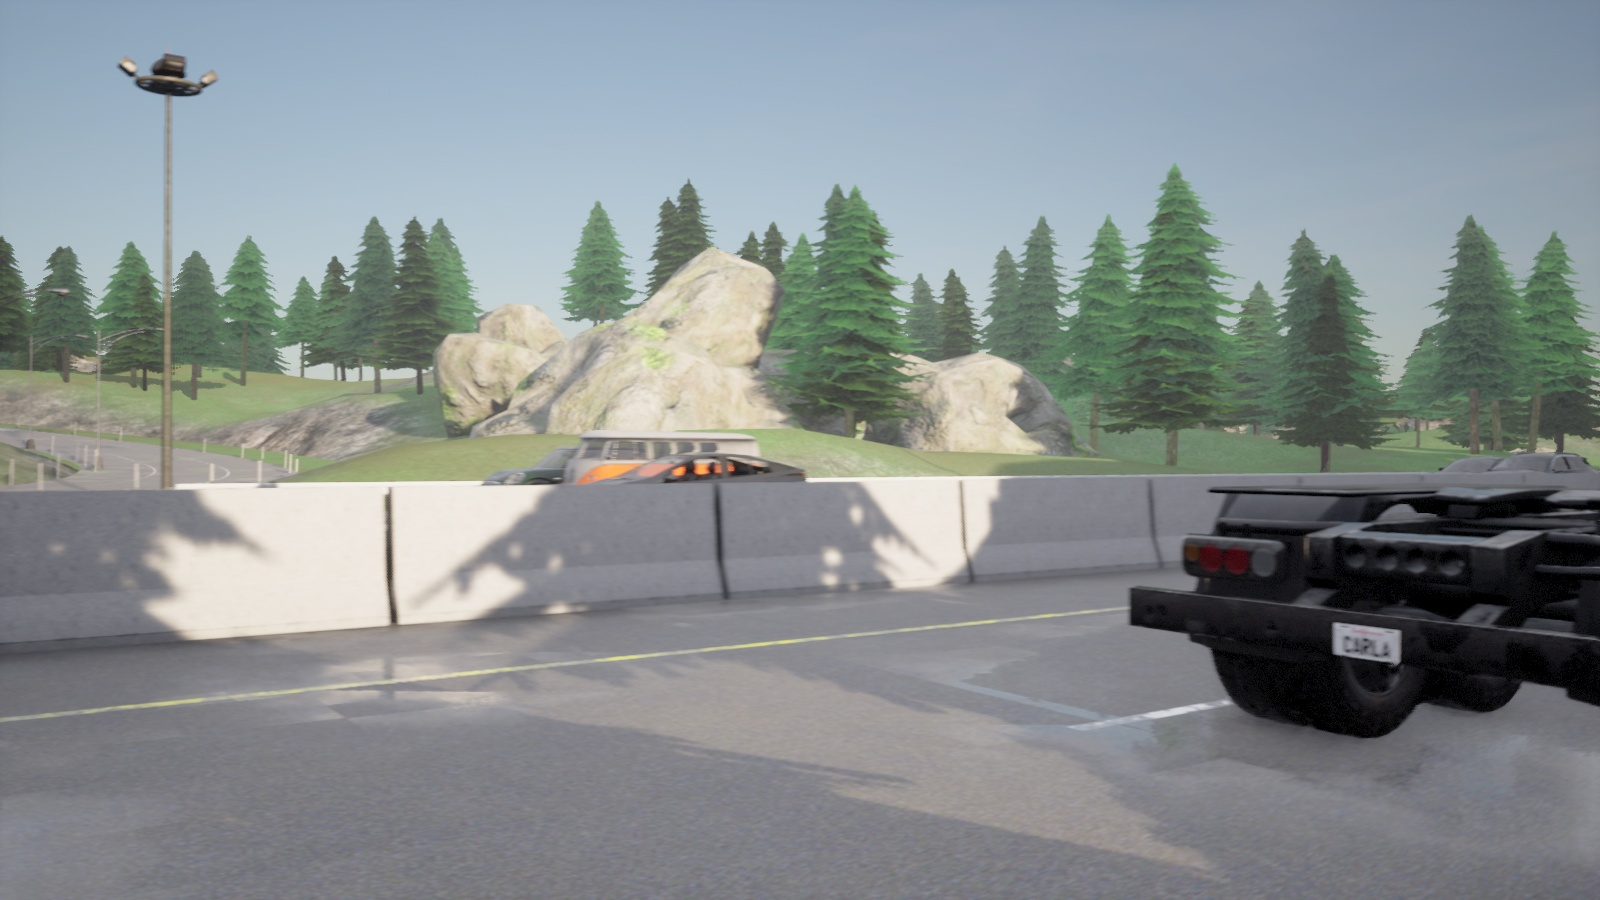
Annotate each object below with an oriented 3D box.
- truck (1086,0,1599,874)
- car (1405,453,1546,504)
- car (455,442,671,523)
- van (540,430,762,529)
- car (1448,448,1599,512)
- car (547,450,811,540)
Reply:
[{"bbox_3d":[5.553,-0.214,7.527,7.936,3.462,2.891,0,0,-35],"label":"truck"},{"bbox_3d":[21.550,0.852,39.970,5.008,1.535,1.882,0,0,-35],"label":"car"},{"bbox_3d":[-5.547,0.711,29.648,4.553,1.767,2.097,0,0,-35],"label":"car"},{"bbox_3d":[-3.165,0.595,27.042,4.442,1.987,1.775,0,0,-35],"label":"van"},{"bbox_3d":[20.260,0.787,34.816,4.856,1.649,2.033,0,0,-35],"label":"car"},{"bbox_3d":[-2.212,0.776,23.441,4.514,1.525,2.007,0,0,-35],"label":"car"}]
